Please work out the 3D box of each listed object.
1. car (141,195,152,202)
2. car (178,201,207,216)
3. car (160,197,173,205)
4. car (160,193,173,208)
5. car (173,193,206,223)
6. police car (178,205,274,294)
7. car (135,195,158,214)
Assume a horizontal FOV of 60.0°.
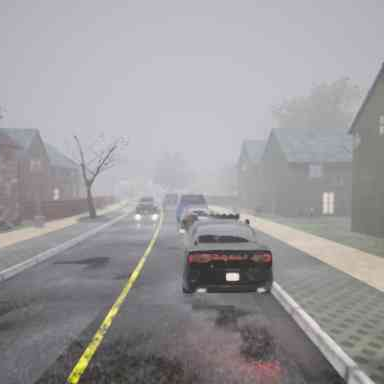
[{"bbox_3d":[-10.140,1.474,73.686,2.033,1.411,5.357,0,0,-10],"label":"car"},{"bbox_3d":[0.282,1.433,18.757,1.812,1.442,4.674,0,0,-3],"label":"car"},{"bbox_3d":[-4.414,1.478,56.594,1.895,1.301,4.718,0,0,-9],"label":"car"},{"bbox_3d":[-2.800,1.090,44.654,2.150,2.045,5.566,0,0,-7],"label":"car"},{"bbox_3d":[-0.092,1.114,24.814,2.150,2.045,5.566,0,0,-4],"label":"car"},{"bbox_3d":[0.686,1.372,8.809,1.930,1.638,5.238,0,0,-2],"label":"police car"},{"bbox_3d":[-4.525,1.240,33.553,2.097,1.767,4.553,0,0,-5],"label":"car"}]
